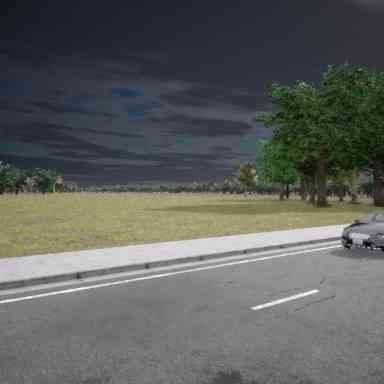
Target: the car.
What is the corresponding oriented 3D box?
[{"bbox_3d":[7.928,1.513,13.310,4.902,1.511,2.128,0,0,-35],"label":"car"}]
